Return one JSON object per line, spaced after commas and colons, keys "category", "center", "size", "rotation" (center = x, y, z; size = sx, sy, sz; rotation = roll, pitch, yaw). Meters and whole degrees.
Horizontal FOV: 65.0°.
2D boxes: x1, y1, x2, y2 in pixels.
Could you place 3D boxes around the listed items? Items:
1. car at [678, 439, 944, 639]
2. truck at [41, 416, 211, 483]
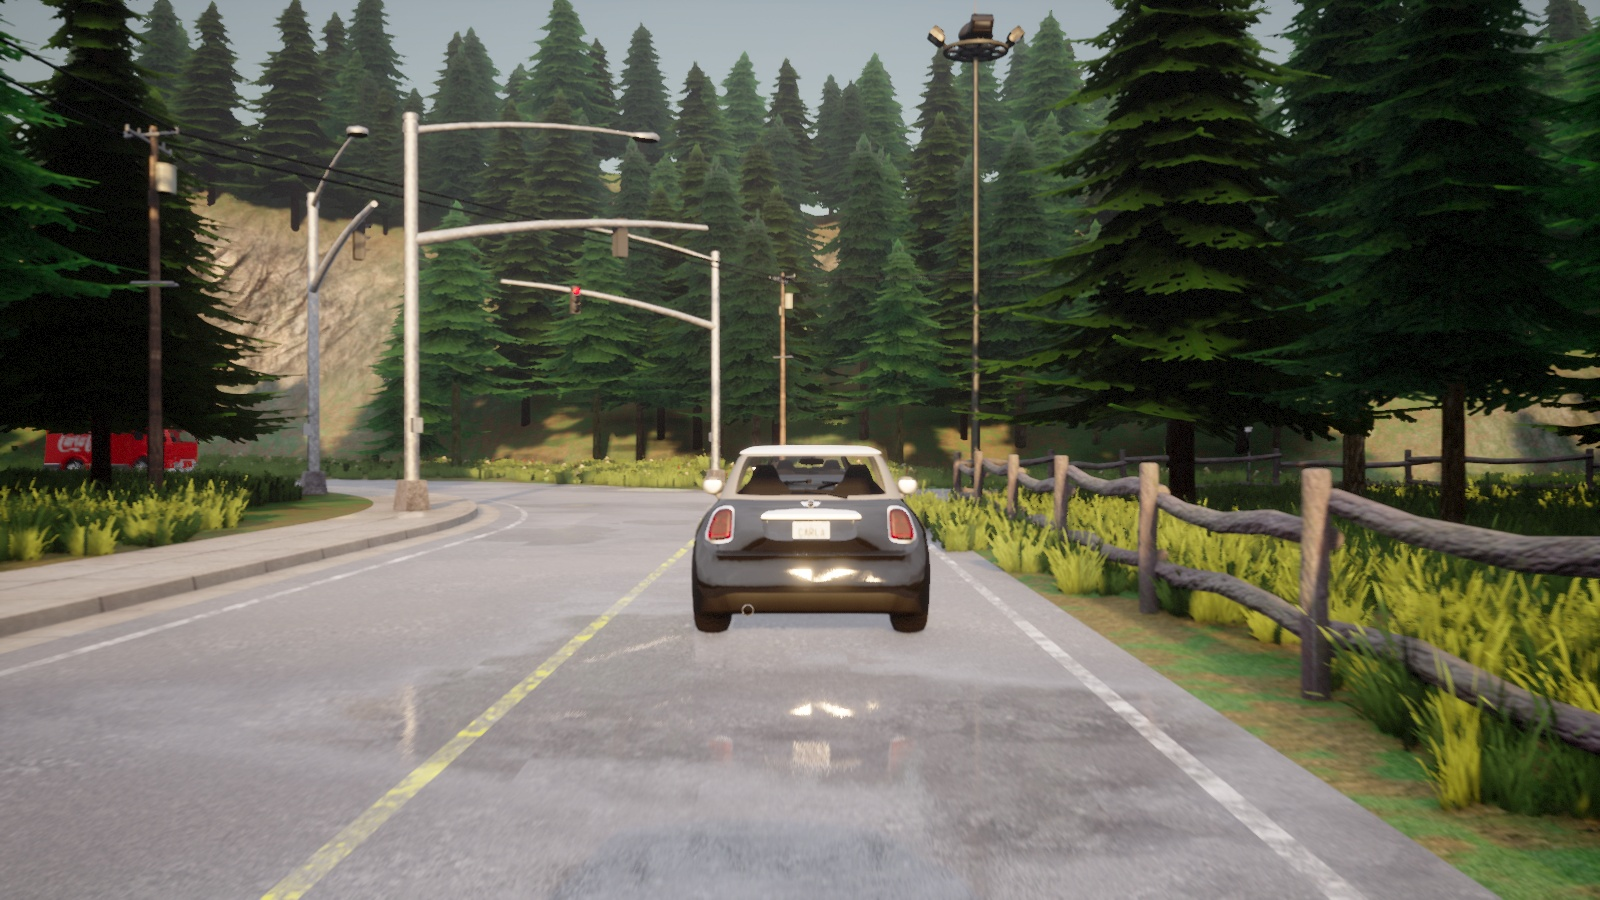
{"category": "car", "center": [0.088, 0.649, 11.186], "size": [1.970, 1.475, 3.806], "rotation": [0, 0, 0]}
{"category": "truck", "center": [-25.543, -0.030, 47.702], "size": [5.204, 2.467, 2.627], "rotation": [0, 0, 10]}
